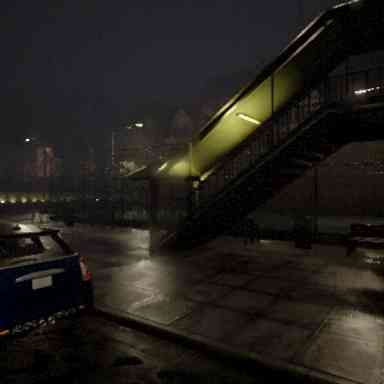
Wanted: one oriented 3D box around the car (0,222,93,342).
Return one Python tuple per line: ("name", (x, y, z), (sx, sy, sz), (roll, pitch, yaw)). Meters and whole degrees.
("car", (-3.933, 1.348, 6.108), (4.553, 1.767, 2.185), (0, 0, 35))
